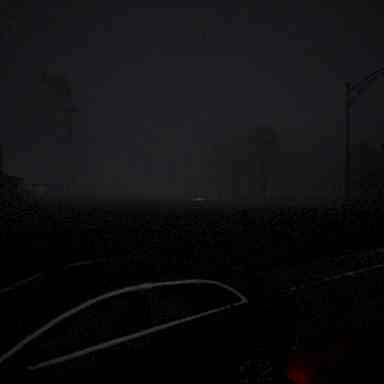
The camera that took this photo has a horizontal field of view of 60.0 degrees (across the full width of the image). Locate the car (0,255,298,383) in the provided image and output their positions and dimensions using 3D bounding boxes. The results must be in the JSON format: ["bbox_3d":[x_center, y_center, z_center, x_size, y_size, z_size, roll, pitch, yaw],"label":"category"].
[{"bbox_3d":[-1.029,1.490,3.257,4.902,1.511,2.128,0,0,-35],"label":"car"}]

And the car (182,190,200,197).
[{"bbox_3d":[-0.246,0.286,69.374,1.994,1.385,4.181,-1,2,-36],"label":"car"}]
